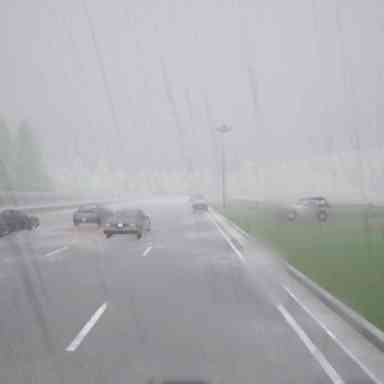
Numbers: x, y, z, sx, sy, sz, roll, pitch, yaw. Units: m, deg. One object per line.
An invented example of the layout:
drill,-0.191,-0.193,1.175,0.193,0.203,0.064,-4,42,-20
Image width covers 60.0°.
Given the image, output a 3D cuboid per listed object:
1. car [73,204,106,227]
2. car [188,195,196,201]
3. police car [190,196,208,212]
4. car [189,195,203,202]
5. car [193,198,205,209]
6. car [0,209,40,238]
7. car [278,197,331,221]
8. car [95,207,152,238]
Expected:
car,-6.899,1.603,23.679,2.128,1.511,4.902,0,0,0
car,0.008,1.685,92.633,2.097,1.767,4.553,0,0,0
police car,1.053,1.626,42.402,1.930,1.638,5.238,0,0,0
car,1.055,1.499,58.322,2.150,2.045,5.566,0,0,0
car,1.054,1.772,52.291,1.812,1.442,4.674,0,0,0
car,-10.399,1.634,18.268,2.033,1.411,5.357,0,0,0
car,8.924,1.338,26.296,3.866,1.878,1.905,0,0,0
car,-3.399,1.634,18.257,2.033,1.411,5.357,0,0,0
